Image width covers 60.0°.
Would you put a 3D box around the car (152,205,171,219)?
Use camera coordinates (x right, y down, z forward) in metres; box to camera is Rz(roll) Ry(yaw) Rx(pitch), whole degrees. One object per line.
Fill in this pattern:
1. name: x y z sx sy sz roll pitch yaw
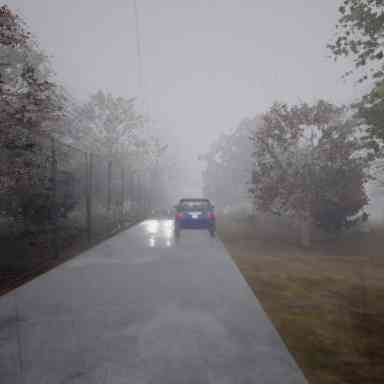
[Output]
1. car: -2.791 1.900 32.408 1.895 1.301 4.718 0 -1 0

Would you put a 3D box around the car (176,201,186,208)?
1. car: -2.414 2.714 72.894 1.994 1.385 4.181 0 -1 1

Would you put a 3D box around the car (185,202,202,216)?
1. car: 0.184 1.883 38.018 1.882 1.535 5.008 0 -1 0

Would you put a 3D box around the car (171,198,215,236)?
1. car: 0.147 1.337 19.282 2.150 2.045 5.566 0 -1 0
